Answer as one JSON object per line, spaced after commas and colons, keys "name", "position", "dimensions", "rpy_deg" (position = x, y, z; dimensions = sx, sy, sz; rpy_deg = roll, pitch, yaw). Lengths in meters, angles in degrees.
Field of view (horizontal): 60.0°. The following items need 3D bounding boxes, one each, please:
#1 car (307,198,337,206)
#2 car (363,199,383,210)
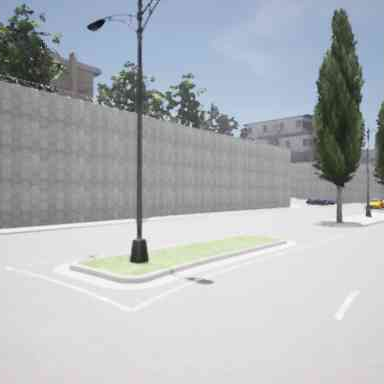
{"name": "car", "position": [21.770, 1.665, 55.783], "dimensions": [1.895, 1.301, 4.718], "rpy_deg": [1, 1, -34]}
{"name": "car", "position": [25.378, 1.685, 46.243], "dimensions": [1.882, 1.535, 5.008], "rpy_deg": [0, 1, 42]}
